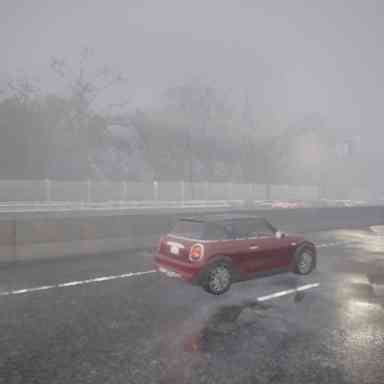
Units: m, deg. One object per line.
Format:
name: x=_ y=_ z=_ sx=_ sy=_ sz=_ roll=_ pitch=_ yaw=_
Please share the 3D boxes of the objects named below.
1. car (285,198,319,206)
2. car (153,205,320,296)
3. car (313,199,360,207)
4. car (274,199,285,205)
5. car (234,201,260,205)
car: x=12.150 y=1.518 z=34.176 sx=4.553 sy=1.767 sz=2.097 roll=0 pitch=0 yaw=-35
car: x=1.320 y=1.386 z=8.994 sx=4.553 sy=1.767 sz=2.097 roll=0 pitch=0 yaw=-36
car: x=14.055 y=1.656 z=31.236 sx=4.902 sy=1.511 sz=2.128 roll=0 pitch=0 yaw=-35
car: x=11.110 y=1.525 z=37.731 sx=4.553 sy=1.767 sz=2.097 roll=0 pitch=0 yaw=-35
car: x=6.261 y=1.717 z=38.571 sx=4.181 sy=1.385 sz=1.994 roll=0 pitch=0 yaw=-35
